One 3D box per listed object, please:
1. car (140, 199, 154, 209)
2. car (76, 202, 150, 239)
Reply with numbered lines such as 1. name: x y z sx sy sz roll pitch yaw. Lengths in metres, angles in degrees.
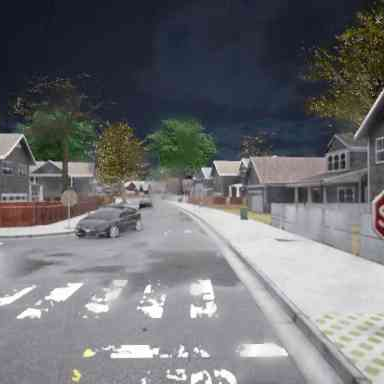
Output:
1. car: -5.941 1.570 43.609 1.895 1.301 4.718 0 0 -8
2. car: -4.207 1.531 17.738 1.837 1.490 4.892 4 2 15
